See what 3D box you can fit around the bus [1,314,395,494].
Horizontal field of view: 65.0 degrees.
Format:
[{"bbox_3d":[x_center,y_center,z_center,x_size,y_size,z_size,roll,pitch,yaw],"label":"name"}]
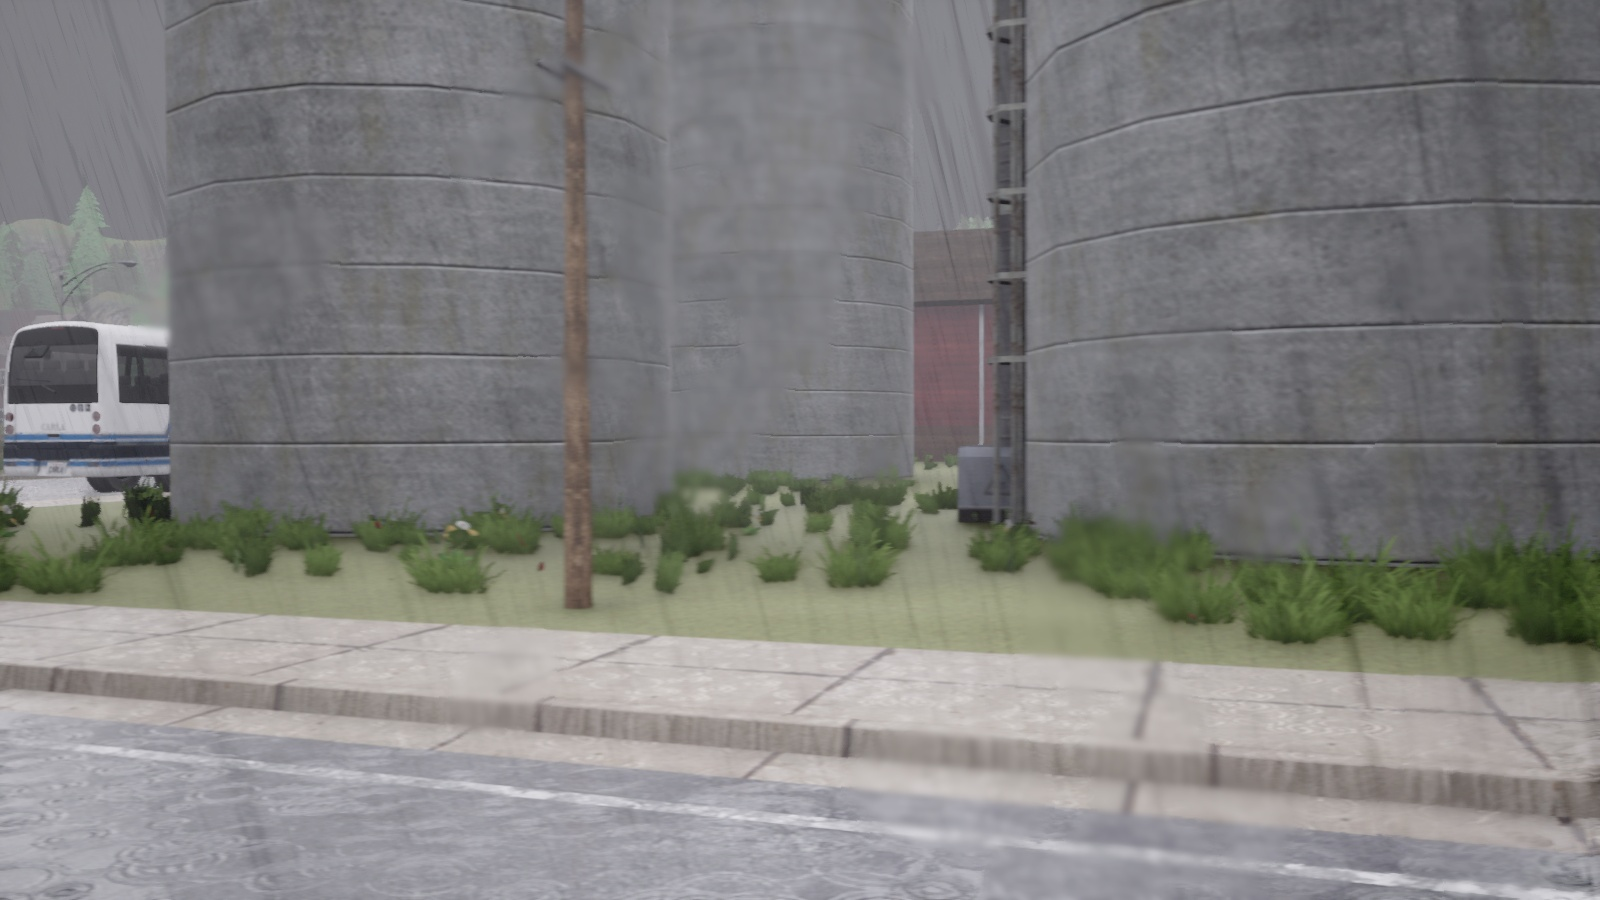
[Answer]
[{"bbox_3d":[-16.198,-1.171,35.196,3.944,4.253,10.273,1,1,18],"label":"bus"}]
